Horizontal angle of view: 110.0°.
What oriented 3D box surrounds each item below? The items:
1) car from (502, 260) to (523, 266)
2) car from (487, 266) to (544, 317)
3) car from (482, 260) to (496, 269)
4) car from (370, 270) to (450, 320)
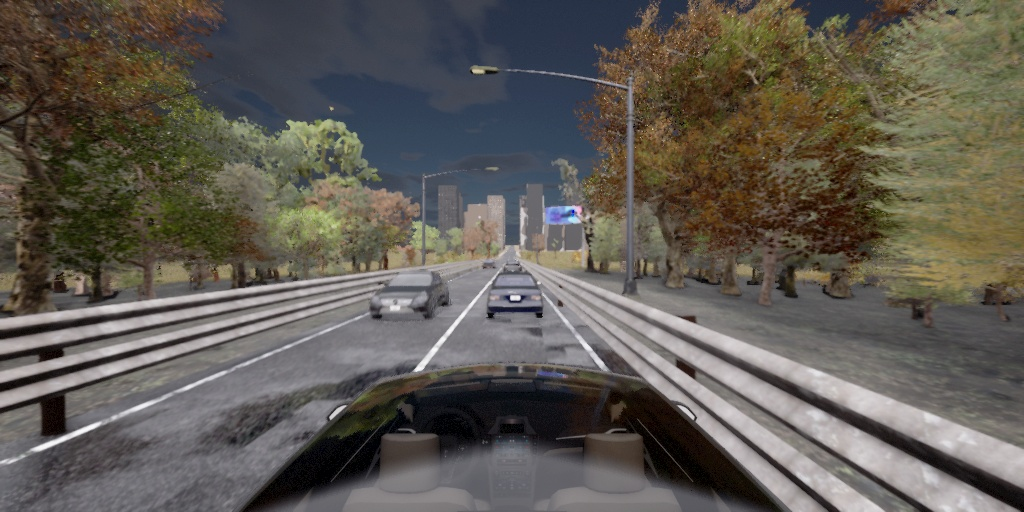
[{"bbox_3d":[0.077,1.194,36.477,2.128,1.511,4.902,0,0,0],"label":"car"},{"bbox_3d":[0.092,1.260,12.933,2.033,1.411,5.357,0,0,0],"label":"car"},{"bbox_3d":[-3.366,1.244,53.344,2.033,1.411,5.357,0,0,0],"label":"car"},{"bbox_3d":[-3.355,1.239,12.629,1.812,1.442,4.674,0,0,0],"label":"car"}]
